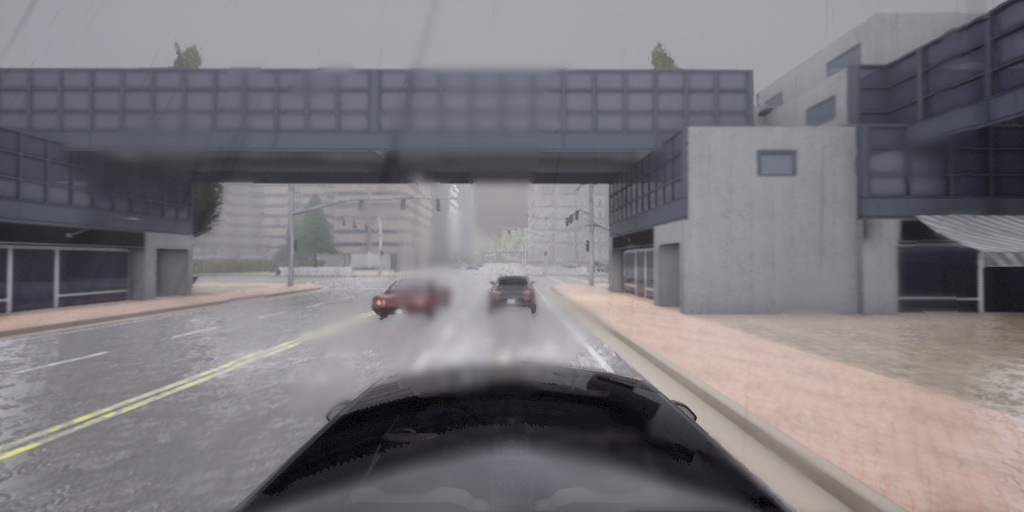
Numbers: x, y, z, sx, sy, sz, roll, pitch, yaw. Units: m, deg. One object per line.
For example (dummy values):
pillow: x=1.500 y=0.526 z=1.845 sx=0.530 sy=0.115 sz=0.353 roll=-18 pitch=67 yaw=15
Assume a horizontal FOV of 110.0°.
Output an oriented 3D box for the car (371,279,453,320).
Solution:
car: x=-3.461 y=1.512 z=13.456 sx=1.895 sy=1.301 sz=4.718 roll=0 pitch=-1 yaw=1

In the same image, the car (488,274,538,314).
car: x=0.049 y=1.455 z=14.715 sx=1.812 sy=1.442 sz=4.674 roll=0 pitch=-1 yaw=0
